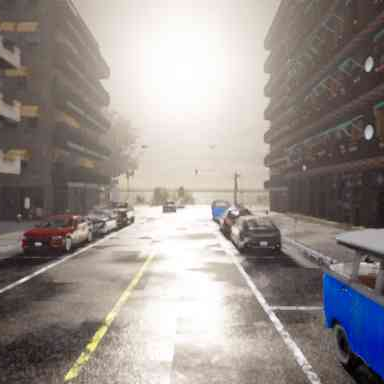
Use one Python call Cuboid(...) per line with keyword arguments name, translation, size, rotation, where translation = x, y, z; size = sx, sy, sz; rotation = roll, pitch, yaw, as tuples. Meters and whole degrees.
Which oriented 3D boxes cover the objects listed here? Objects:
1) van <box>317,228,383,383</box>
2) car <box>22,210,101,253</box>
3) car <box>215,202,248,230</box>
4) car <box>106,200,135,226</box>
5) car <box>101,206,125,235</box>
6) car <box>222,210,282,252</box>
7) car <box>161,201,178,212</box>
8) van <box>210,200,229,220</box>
Cuboid(name="van", translation=(2.677, 1.379, 3.283), size=(1.690, 1.788, 3.998), rotation=(-1, -1, 0))
Cuboid(name="car", translation=(-5.701, 1.703, 14.562), size=(1.887, 1.381, 4.507), rotation=(-1, -1, 0))
Cuboid(name="car", translation=(2.678, 1.658, 20.277), size=(1.967, 1.590, 4.097), rotation=(-1, -1, 0))
Cuboid(name="car", translation=(-5.704, 1.591, 25.894), size=(2.192, 1.841, 5.009), rotation=(-1, -1, 0))
Cuboid(name="car", translation=(-5.700, 1.768, 20.227), size=(2.008, 1.369, 4.403), rotation=(-1, -1, 0))
Cuboid(name="car", translation=(2.680, 1.710, 14.611), size=(2.008, 1.369, 4.403), rotation=(-1, -1, 0))
Cuboid(name="car", translation=(-3.000, 2.004, 45.212), size=(1.837, 1.490, 4.892), rotation=(0, -1, 0))
Cuboid(name="van", translation=(2.677, 1.675, 31.606), size=(1.690, 1.788, 3.998), rotation=(-1, -1, 0))
